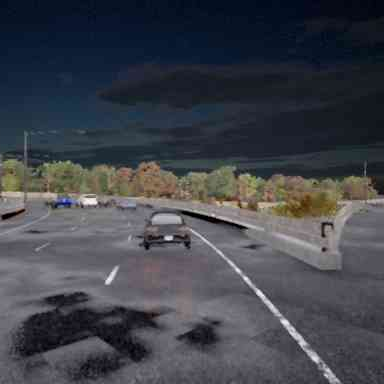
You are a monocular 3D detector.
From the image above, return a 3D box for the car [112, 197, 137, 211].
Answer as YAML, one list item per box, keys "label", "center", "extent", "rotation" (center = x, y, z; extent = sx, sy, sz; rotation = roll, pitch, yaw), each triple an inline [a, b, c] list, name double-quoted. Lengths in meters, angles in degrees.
- label: "car"
  center: [-8.243, 1.601, 41.493]
  extent: [2.033, 1.411, 5.357]
  rotation: [0, 0, -22]

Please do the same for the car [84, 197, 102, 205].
- label: "car"
  center: [-18.169, 1.678, 60.873]
  extent: [1.994, 1.385, 4.181]
  rotation: [0, 0, -35]

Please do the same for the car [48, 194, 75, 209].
- label: "car"
  center: [-18.973, 1.335, 48.277]
  extent: [2.150, 2.045, 5.566]
  rotation: [0, 0, -30]

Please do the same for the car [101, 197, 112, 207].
- label: "car"
  center: [-13.056, 1.587, 52.050]
  extent: [1.837, 1.490, 4.892]
  rotation: [0, 0, -30]

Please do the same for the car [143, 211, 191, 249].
- label: "car"
  center: [-1.160, 1.544, 14.615]
  extent: [1.812, 1.442, 4.674]
  rotation: [0, 0, -7]

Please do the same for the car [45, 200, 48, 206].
- label: "car"
  center: [-23.643, 1.742, 56.450]
  extent: [1.895, 1.301, 4.718]
  rotation: [0, 0, -35]

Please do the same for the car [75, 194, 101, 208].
- label: "car"
  center: [-15.765, 1.318, 49.721]
  extent: [2.150, 2.045, 5.566]
  rotation: [0, 0, -30]

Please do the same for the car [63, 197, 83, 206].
- label: "car"
  center: [-21.125, 1.676, 58.999]
  extent: [2.033, 1.411, 5.357]
  rotation: [0, 0, -35]
